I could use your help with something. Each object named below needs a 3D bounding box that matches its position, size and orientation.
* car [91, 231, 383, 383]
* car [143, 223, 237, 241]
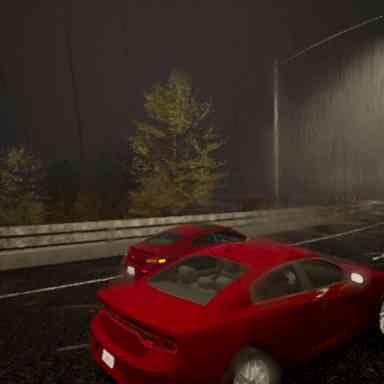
[{"bbox_3d":[1.133,1.486,4.818,5.008,1.535,1.882,0,0,-37],"label":"car"},{"bbox_3d":[0.473,1.549,8.725,4.674,1.442,1.812,0,0,-38],"label":"car"}]
